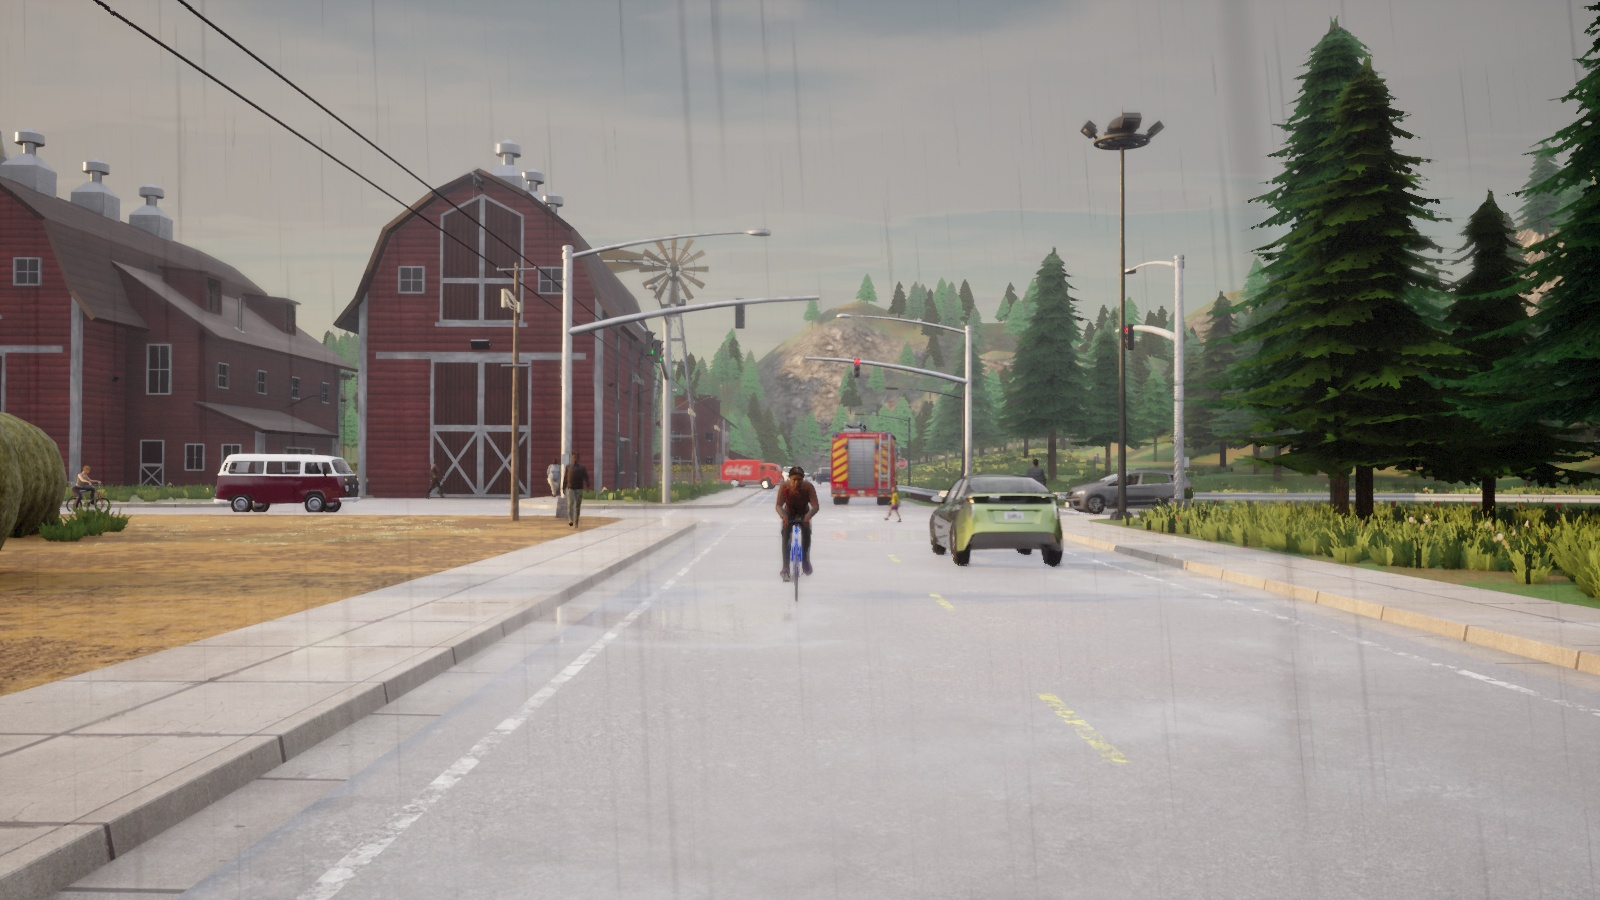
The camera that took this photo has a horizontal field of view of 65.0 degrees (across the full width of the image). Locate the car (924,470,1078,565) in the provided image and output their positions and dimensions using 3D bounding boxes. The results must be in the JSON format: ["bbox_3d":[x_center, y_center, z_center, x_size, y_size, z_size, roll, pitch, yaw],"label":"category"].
[{"bbox_3d":[3.450,1.123,22.427,2.007,1.525,4.514,0,-1,0],"label":"car"}]

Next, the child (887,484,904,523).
[{"bbox_3d":[2.901,1.607,37.986,0.473,1.160,0.299,0,-1,-2],"label":"child"}]

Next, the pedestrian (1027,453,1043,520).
[{"bbox_3d":[6.942,1.063,37.104,0.423,1.949,0.788,0,-1,13],"label":"pedestrian"}]

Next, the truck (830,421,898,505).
[{"bbox_3d":[3.236,0.665,61.366,2.891,3.827,8.468,0,-1,6],"label":"truck"}]

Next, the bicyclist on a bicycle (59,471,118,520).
[{"bbox_3d":[-24.097,1.534,42.557,1.509,1.612,0.866,0,-1,-1],"label":"bicyclist on a bicycle"}]

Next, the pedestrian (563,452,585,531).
[{"bbox_3d":[-5.313,0.972,29.586,0.431,1.840,0.703,0,-1,-4],"label":"pedestrian"}]

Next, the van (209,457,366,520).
[{"bbox_3d":[-17.365,1.292,42.696,4.480,2.038,2.069,0,-1,-1],"label":"van"}]

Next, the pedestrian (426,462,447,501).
[{"bbox_3d":[-16.805,1.470,58.075,0.869,1.805,0.328,0,-1,-3],"label":"pedestrian"}]

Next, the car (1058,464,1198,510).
[{"bbox_3d":[12.155,1.367,46.798,4.611,1.667,2.242,0,-1,-1],"label":"car"}]

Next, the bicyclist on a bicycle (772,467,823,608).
[{"bbox_3d":[-0.034,1.026,15.398,0.582,1.620,1.656,0,-1,0],"label":"bicyclist on a bicycle"}]

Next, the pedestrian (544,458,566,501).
[{"bbox_3d":[-10.857,1.302,55.630,0.874,1.855,0.900,0,-1,-19],"label":"pedestrian"}]
